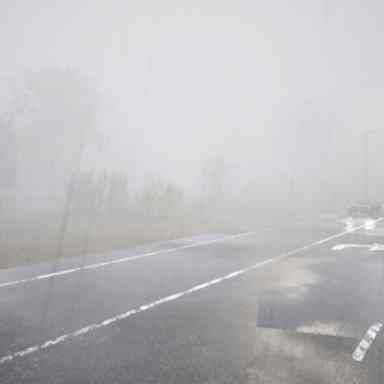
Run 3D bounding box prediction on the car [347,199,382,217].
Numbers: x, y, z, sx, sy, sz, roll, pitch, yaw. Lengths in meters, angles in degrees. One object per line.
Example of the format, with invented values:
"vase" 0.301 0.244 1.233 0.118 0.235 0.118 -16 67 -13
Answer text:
"car" 14.476 1.283 27.863 1.895 1.301 4.718 1 1 39
